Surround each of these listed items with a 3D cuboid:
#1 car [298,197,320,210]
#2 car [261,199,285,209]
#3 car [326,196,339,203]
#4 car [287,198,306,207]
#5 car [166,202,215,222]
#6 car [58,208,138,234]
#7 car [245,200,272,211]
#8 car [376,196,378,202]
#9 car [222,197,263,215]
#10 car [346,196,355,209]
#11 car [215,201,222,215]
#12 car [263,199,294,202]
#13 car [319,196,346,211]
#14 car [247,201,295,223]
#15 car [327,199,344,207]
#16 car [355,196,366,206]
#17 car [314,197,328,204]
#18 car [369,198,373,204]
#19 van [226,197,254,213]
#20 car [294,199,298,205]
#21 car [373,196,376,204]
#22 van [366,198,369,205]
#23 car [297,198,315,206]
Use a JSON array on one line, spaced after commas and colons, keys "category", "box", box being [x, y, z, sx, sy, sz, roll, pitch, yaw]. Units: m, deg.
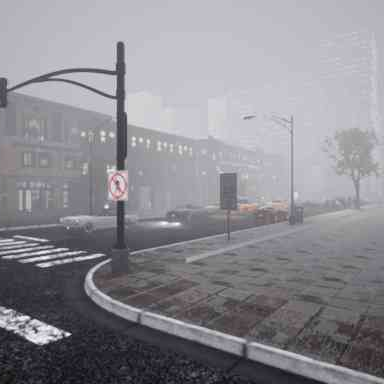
[{"category": "car", "box": [17.069, 1.725, 46.693, 2.128, 1.511, 4.902, 0, 0, 35]}, {"category": "car", "box": [12.205, 1.757, 49.848, 1.752, 1.417, 4.829, 0, 0, 35]}, {"category": "car", "box": [34.538, 1.892, 81.640, 1.967, 1.590, 4.097, 0, -1, 35]}, {"category": "car", "box": [18.656, 1.844, 59.031, 2.008, 1.369, 4.403, 0, -1, 35]}, {"category": "car", "box": [-0.293, 1.670, 27.530, 1.994, 1.385, 4.181, 0, 0, 36]}, {"category": "car", "box": [-5.544, 1.667, 20.071, 1.895, 1.301, 4.718, 0, 0, 35]}, {"category": "car", "box": [9.127, 1.754, 45.466, 2.008, 1.369, 4.403, 0, 0, 35]}, {"category": "car", "box": [41.396, 2.036, 76.822, 1.802, 1.307, 4.206, 0, -1, 35]}, {"category": "car", "box": [5.515, 1.506, 35.794, 2.097, 1.767, 4.553, 0, 0, 35]}, {"category": "car", "box": [22.337, 1.580, 49.694, 2.192, 1.841, 5.009, 0, -1, 35]}, {"category": "car", "box": [2.676, 1.673, 36.283, 1.752, 1.417, 4.829, 0, 0, 35]}, {"category": "car", "box": [11.386, 1.683, 44.094, 1.882, 1.535, 5.008, 0, 0, 36]}, {"category": "car", "box": [19.161, 1.675, 45.172, 1.967, 1.590, 4.097, 0, -1, 35]}, {"category": "car", "box": [6.499, 1.669, 27.055, 1.887, 1.381, 4.507, 0, 0, 35]}, {"category": "car", "box": [25.097, 1.912, 58.118, 1.895, 1.301, 4.718, 0, 0, 35]}, {"category": "car", "box": [28.690, 1.641, 58.738, 2.192, 1.841, 5.009, 0, -1, 35]}, {"category": "car", "box": [28.185, 1.826, 72.596, 1.967, 1.590, 4.097, 0, -1, 35]}, {"category": "car", "box": [35.043, 1.970, 67.778, 1.802, 1.307, 4.206, 0, -1, 35]}, {"category": "van", "box": [5.950, 1.517, 40.945, 1.690, 1.788, 3.998, 0, 0, 35]}, {"category": "car", "box": [15.480, 1.814, 54.509, 2.008, 1.369, 4.403, 0, -1, 35]}, {"category": "car", "box": [38.318, 1.947, 72.440, 1.752, 1.417, 4.829, 0, -1, 35]}, {"category": "van", "box": [31.867, 1.698, 63.259, 1.690, 1.788, 3.998, 0, -1, 35]}, {"category": "car", "box": [21.833, 1.875, 63.553, 2.008, 1.369, 4.403, 0, -1, 35]}]
